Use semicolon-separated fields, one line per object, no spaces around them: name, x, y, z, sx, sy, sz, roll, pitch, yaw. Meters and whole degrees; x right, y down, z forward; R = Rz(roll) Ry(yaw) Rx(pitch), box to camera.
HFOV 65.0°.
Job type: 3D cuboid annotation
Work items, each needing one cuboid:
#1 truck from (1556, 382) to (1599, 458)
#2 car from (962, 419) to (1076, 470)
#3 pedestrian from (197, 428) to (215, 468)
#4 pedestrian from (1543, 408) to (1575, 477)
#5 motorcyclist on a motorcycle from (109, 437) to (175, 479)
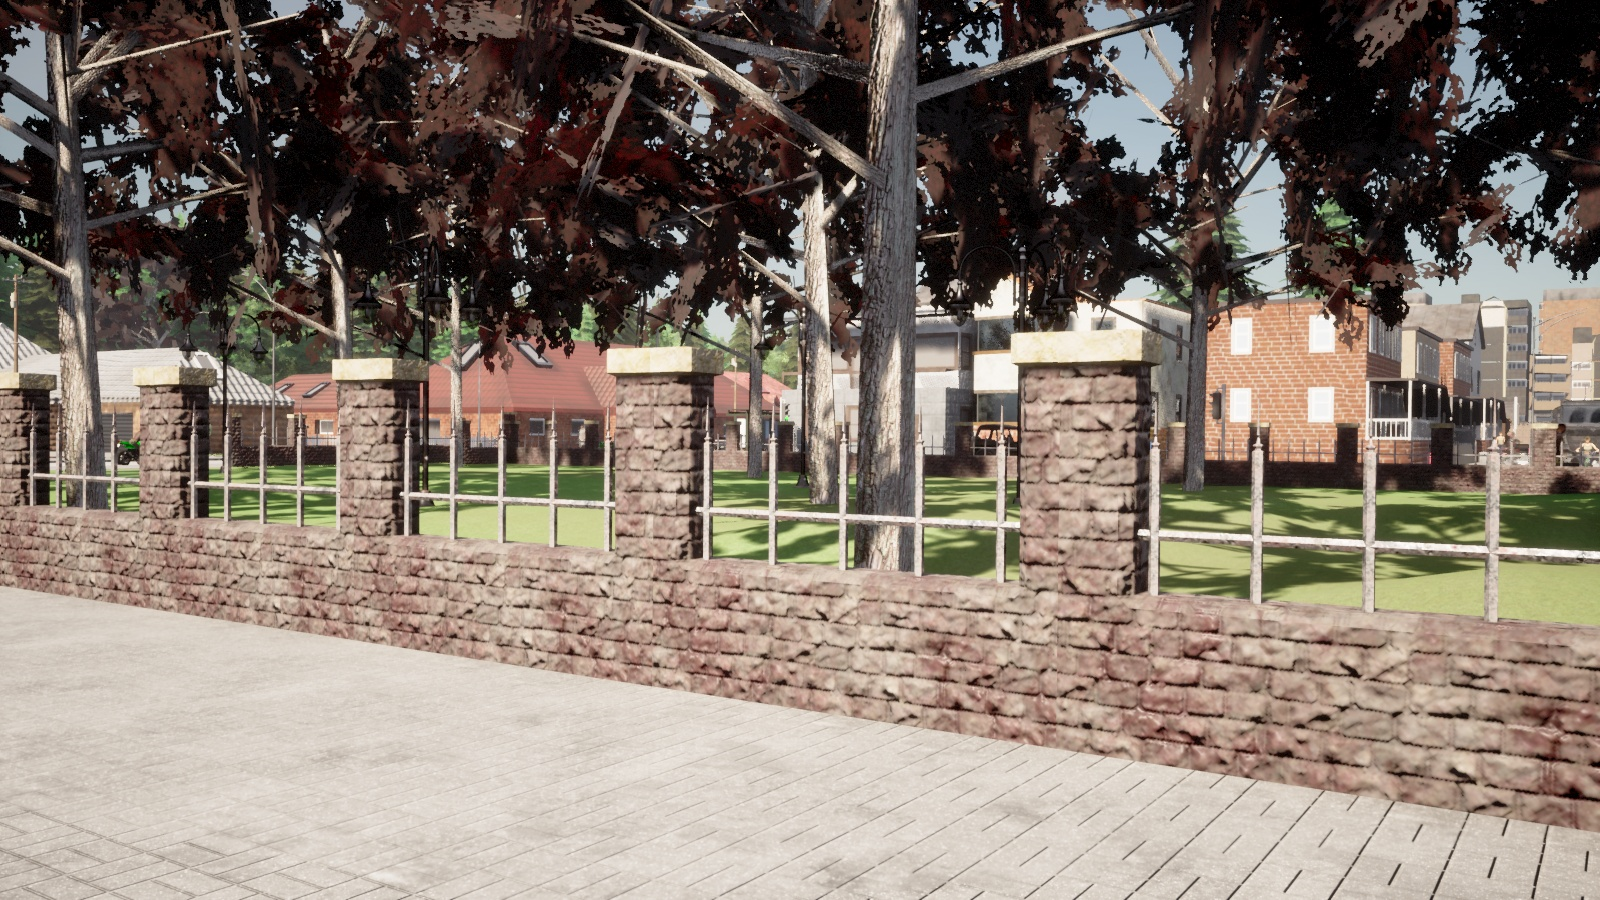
truck;38.539;-1.431;60.893;2.891;3.462;7.936;0;1;34
car;8.383;-0.206;48.138;3.866;1.878;1.905;0;1;32
pedestrian;-27.406;-0.104;57.957;0.353;1.847;0.614;0;1;33
pedestrian;20.427;-0.205;33.792;0.703;1.840;0.431;0;1;34
motorcyclist on a motorcycle;-24.805;0.291;47.363;0.797;1.523;2.044;0;1;32
